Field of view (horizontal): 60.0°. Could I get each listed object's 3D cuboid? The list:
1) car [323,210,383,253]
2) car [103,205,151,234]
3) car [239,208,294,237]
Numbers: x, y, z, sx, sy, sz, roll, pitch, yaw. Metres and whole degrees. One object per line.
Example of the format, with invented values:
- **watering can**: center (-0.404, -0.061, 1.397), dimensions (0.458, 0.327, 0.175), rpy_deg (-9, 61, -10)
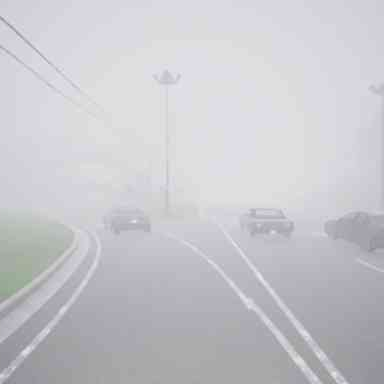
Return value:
- **car**: center (7.096, 1.447, 13.209), dimensions (2.033, 1.411, 5.357), rpy_deg (0, 0, 0)
- **car**: center (-3.682, 1.423, 18.510), dimensions (1.994, 1.385, 4.181), rpy_deg (0, 0, -23)
- **car**: center (3.594, 1.472, 16.967), dimensions (1.895, 1.301, 4.718), rpy_deg (0, 0, 0)
